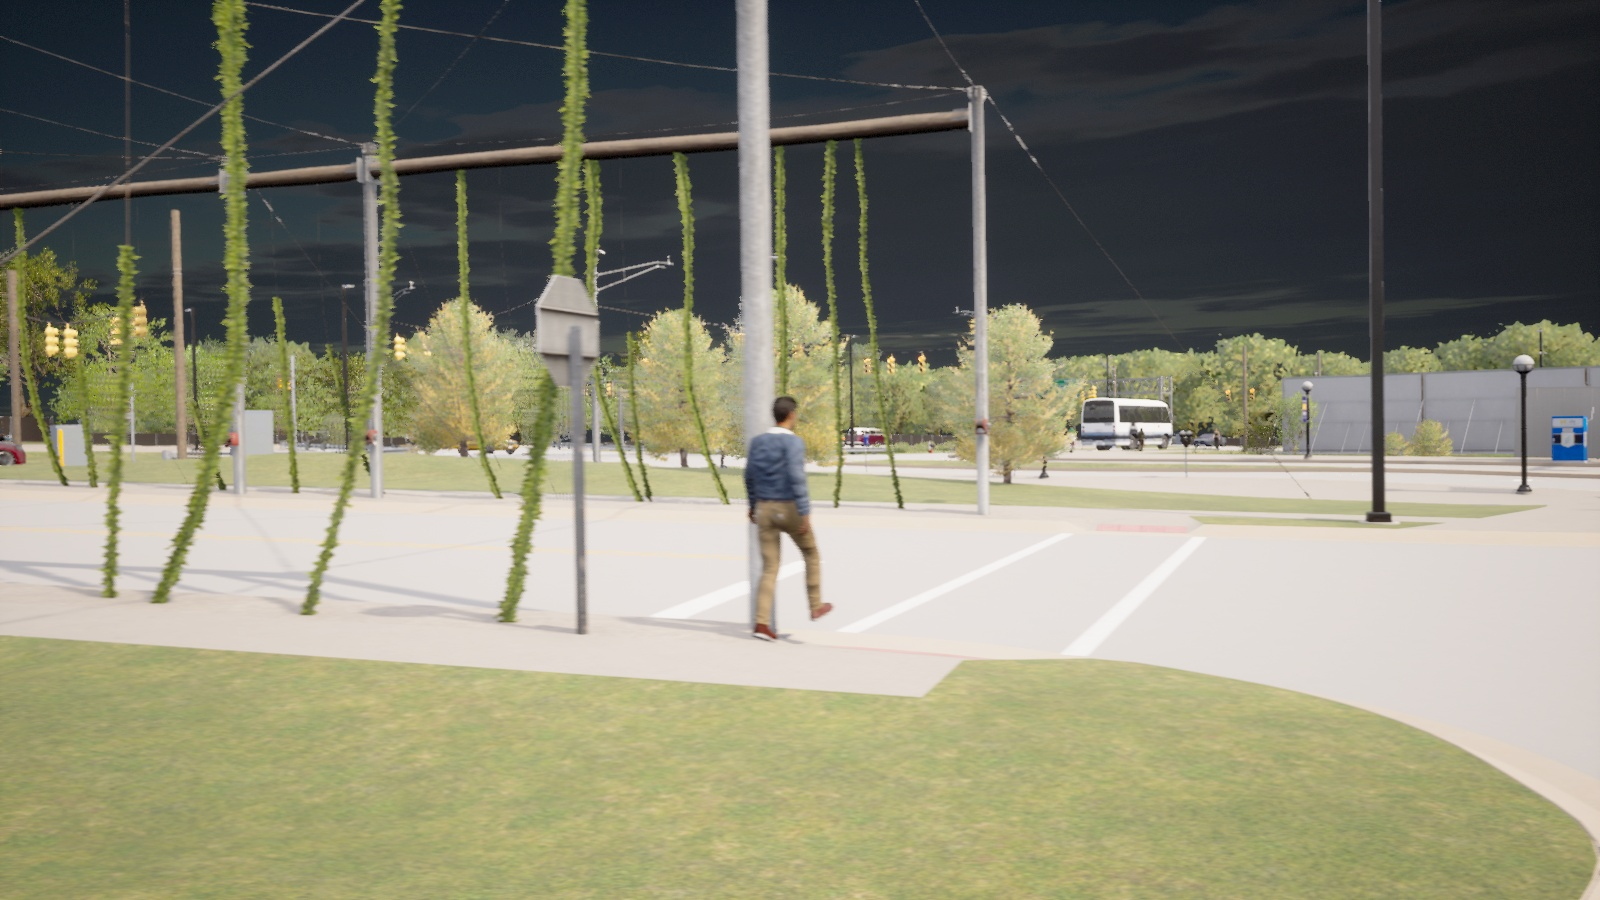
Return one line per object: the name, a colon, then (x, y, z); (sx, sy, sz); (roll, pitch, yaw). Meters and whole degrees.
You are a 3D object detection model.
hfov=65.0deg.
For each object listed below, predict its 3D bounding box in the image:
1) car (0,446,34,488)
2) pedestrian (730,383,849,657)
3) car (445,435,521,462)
car: (-27.842, 0.602, 41.190); (1.994, 1.385, 4.181); (-1, 0, 41)
pedestrian: (-0.066, 0.485, 9.359); (0.423, 1.949, 0.788); (-1, 1, 36)
car: (-19.868, -0.084, 78.544); (5.366, 1.575, 1.801); (-1, 0, 41)
